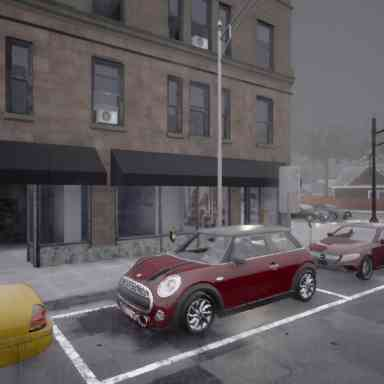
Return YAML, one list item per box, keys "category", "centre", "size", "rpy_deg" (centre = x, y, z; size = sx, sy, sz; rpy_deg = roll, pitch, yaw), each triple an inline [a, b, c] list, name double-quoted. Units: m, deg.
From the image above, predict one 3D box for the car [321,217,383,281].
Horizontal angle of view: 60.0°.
- category: "car"
  centre: [5.077, 1.582, 9.825]
  size: [4.206, 1.307, 1.802]
  rpy_deg: [0, 0, -36]

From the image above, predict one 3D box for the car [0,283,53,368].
- category: "car"
  centre: [-4.036, 1.525, 3.300]
  size: [4.829, 1.417, 1.752]
  rpy_deg: [0, 0, -36]

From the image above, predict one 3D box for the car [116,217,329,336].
- category: "car"
  centre: [0.590, 1.440, 6.612]
  size: [4.097, 1.590, 1.967]
  rpy_deg: [0, 0, -36]

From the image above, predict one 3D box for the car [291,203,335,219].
- category: "car"
  centre: [8.773, 1.623, 27.062]
  size: [1.812, 1.442, 4.674]
  rpy_deg: [0, 0, -36]

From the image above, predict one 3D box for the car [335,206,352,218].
- category: "car"
  centre: [11.542, 1.658, 28.774]
  size: [1.994, 1.385, 4.181]
  rpy_deg: [0, 0, -36]
